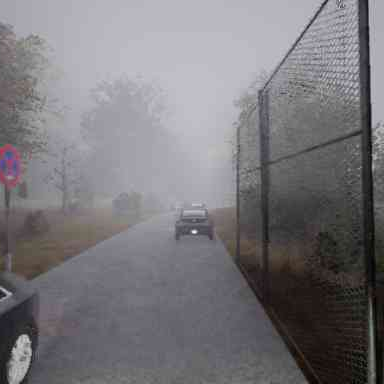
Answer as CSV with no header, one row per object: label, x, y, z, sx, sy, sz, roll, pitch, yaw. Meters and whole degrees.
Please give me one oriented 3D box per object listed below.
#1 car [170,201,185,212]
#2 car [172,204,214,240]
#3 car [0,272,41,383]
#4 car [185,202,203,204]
car,-1.703,1.925,44.828,2.128,1.511,4.902,0,-1,5
car,0.112,1.576,17.546,1.837,1.490,4.892,0,-1,0
car,-2.849,1.506,2.388,1.837,1.490,4.892,0,0,0
car,0.582,1.810,35.636,1.812,1.442,4.674,0,-1,3
